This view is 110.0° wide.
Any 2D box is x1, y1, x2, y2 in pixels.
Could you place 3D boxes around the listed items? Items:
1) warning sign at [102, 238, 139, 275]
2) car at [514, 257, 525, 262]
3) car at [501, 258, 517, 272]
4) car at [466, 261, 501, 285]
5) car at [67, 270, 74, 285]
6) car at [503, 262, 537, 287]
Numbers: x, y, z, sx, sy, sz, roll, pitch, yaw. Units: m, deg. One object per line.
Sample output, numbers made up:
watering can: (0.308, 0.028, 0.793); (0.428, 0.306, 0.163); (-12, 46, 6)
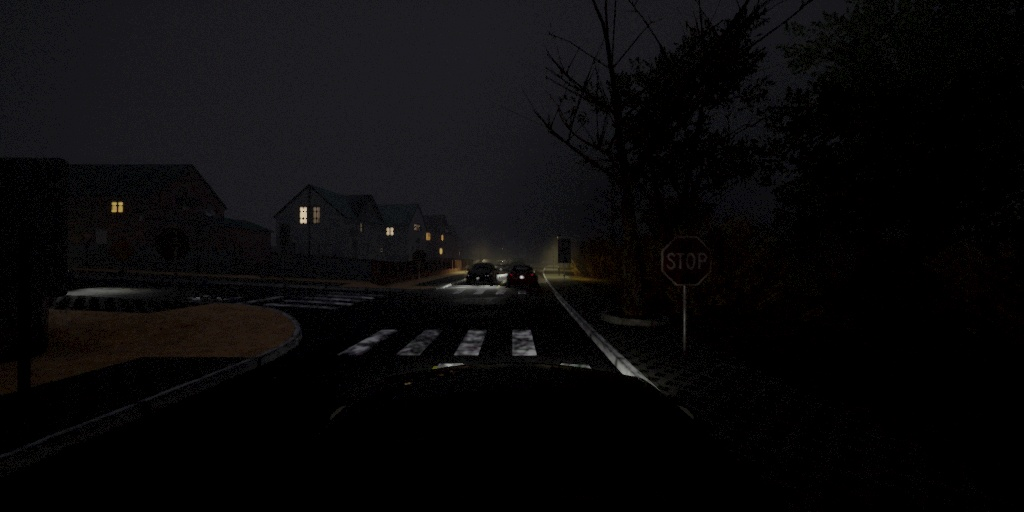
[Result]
warning sign: (-19.835, -0.004, 18.250); (1.060, 1.860, 1.300); (0, 0, 0)
car: (1.046, 1.224, 61.941); (2.150, 2.045, 5.566); (0, 0, 7)
car: (-1.018, 1.312, 42.748); (2.128, 1.511, 4.902); (0, 0, 5)
car: (-2.148, 1.263, 26.609); (1.837, 1.490, 4.892); (0, 0, 4)
car: (-18.819, 0.423, 12.879); (4.674, 1.442, 1.812); (3, 0, 0)
car: (0.719, 1.318, 24.566); (1.994, 1.385, 4.181); (0, 0, 3)
